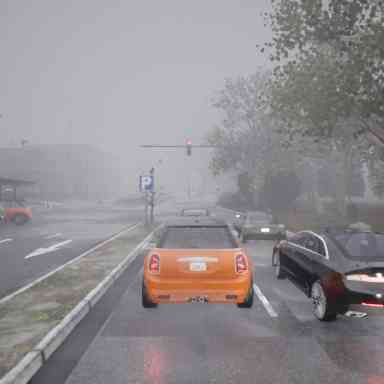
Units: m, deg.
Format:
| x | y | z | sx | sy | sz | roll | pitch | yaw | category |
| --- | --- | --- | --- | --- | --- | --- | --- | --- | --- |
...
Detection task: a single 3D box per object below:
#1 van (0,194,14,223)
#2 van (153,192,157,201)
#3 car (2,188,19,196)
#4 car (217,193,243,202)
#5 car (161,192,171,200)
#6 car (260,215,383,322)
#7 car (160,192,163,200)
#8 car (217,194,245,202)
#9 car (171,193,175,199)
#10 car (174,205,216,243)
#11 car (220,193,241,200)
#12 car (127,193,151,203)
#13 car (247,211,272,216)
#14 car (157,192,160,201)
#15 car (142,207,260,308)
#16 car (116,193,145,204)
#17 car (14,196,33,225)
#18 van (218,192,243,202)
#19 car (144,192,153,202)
| x | y | z | sx | sy | sz | roll | pitch | yaw | category |
| --- | --- | --- | --- | --- | --- | --- | --- | --- | --- |
| -13.622 | 1.296 | 20.211 | 4.442 | 1.987 | 1.878 | -1 | 0 | -20 | van |
| -10.308 | 1.091 | 69.983 | 4.442 | 1.987 | 1.878 | -1 | 0 | -14 | van |
| -28.215 | 0.136 | 51.850 | 2.002 | 1.452 | 4.674 | 6 | -3 | -19 | car |
| 7.603 | 1.140 | 66.580 | 4.553 | 1.767 | 2.185 | 1 | 0 | -14 | car |
| -8.534 | 1.356 | 84.935 | 4.674 | 1.452 | 2.002 | -1 | 0 | -12 | car |
| 3.102 | 1.501 | 7.217 | 2.128 | 1.511 | 4.902 | 0 | 0 | 0 | car |
| -9.713 | 1.358 | 75.950 | 4.674 | 1.452 | 2.002 | -1 | 0 | -13 | car |
| 8.136 | 1.262 | 69.574 | 5.366 | 1.575 | 1.946 | 1 | 0 | -13 | car |
| -8.087 | 1.063 | 87.941 | 5.566 | 2.045 | 2.435 | -1 | 0 | -12 | car |
| 0.154 | 1.531 | 17.179 | 1.837 | 1.490 | 4.892 | 0 | 0 | 1 | car |
| 9.380 | 1.127 | 81.281 | 4.553 | 1.767 | 2.185 | 1 | 0 | -12 | car |
| -10.770 | 1.194 | 66.942 | 4.553 | 1.767 | 2.185 | -1 | 0 | -14 | car |
| 3.144 | 1.587 | 16.129 | 1.994 | 1.385 | 4.181 | 0 | 0 | 1 | car |
| -10.083 | 1.320 | 72.954 | 4.892 | 1.521 | 2.231 | -1 | 0 | -14 | car |
| 0.104 | 1.363 | 8.094 | 2.097 | 1.767 | 4.553 | 0 | 0 | 0 | car |
| -11.503 | 1.357 | 60.997 | 4.792 | 1.488 | 2.163 | -1 | 0 | -15 | car |
| -13.650 | 1.402 | 23.189 | 4.553 | 1.767 | 2.185 | -1 | 0 | -19 | car |
| 7.222 | 1.041 | 63.610 | 4.442 | 1.987 | 1.878 | 1 | 0 | -14 | van |
| -10.861 | 1.314 | 63.990 | 5.366 | 1.575 | 1.946 | -1 | 0 | -15 | car |
